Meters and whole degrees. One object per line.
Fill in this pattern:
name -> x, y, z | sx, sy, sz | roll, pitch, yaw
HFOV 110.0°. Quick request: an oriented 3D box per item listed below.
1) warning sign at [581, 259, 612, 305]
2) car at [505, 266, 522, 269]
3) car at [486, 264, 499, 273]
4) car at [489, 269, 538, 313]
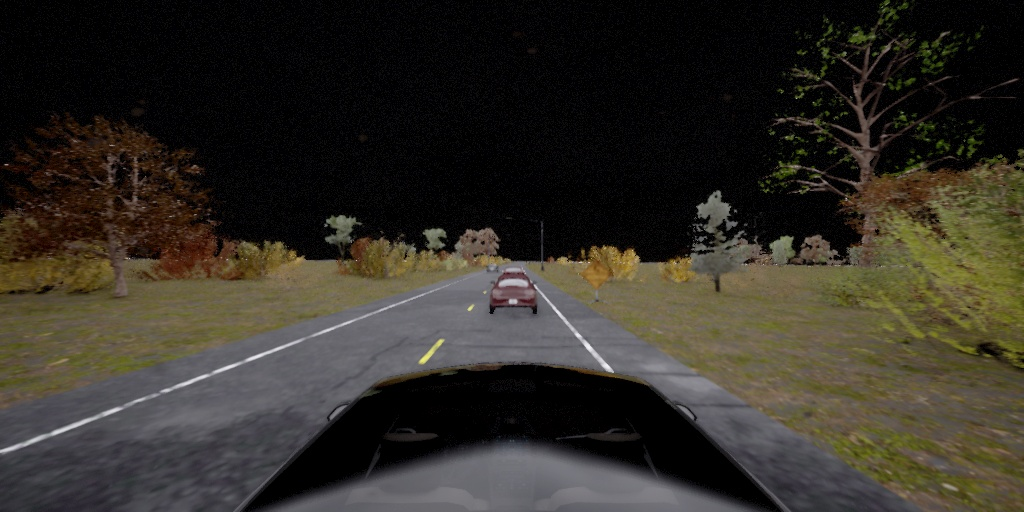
warning sign -> 3.569, 1.050, 15.076 | 1.300, 1.860, 1.060 | 0, 0, 0
car -> 0.141, 1.624, 30.381 | 1.882, 1.535, 5.008 | 0, 0, 1
car -> -3.199, 2.054, 60.105 | 2.128, 1.511, 4.902 | 0, -1, 1
car -> 0.070, 1.457, 14.861 | 1.812, 1.442, 4.674 | 0, -1, 1
